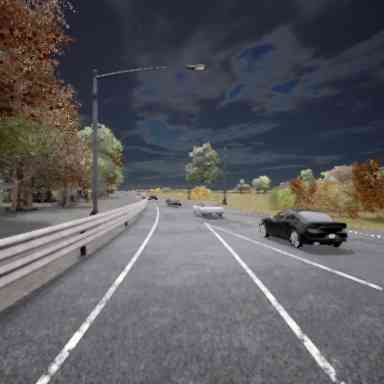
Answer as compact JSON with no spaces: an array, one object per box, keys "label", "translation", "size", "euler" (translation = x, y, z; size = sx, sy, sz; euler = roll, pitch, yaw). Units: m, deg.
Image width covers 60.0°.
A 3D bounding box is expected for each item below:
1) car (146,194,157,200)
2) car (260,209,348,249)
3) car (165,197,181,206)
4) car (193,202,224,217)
[{"label":"car","translation":[-10.013,1.256,84.702],"size":[1.837,1.490,4.892],"euler":[0,0,-12]},{"label":"car","translation":[4.705,1.482,14.784],"size":[1.882,1.535,5.008],"euler":[1,0,-12]},{"label":"car","translation":[-2.944,1.456,51.071],"size":[2.033,1.411,5.357],"euler":[0,0,-12]},{"label":"car","translation":[1.403,1.578,30.395],"size":[1.895,1.301,4.718],"euler":[0,0,-12]}]
